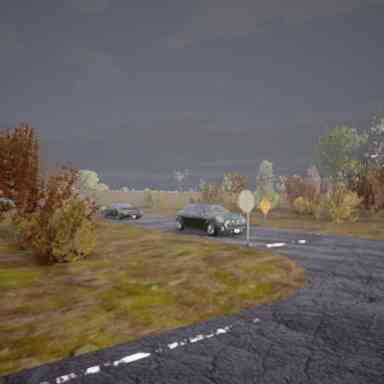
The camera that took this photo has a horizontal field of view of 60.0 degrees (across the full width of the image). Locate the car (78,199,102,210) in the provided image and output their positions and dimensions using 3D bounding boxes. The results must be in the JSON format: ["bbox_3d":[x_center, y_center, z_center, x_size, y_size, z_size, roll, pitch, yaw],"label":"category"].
[{"bbox_3d":[-13.937,1.671,45.176,1.994,1.385,4.181,1,0,-35],"label":"car"}]

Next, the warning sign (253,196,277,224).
[{"bbox_3d":[5.067,1.217,23.092,1.300,1.860,1.060,1,0,-36],"label":"warning sign"}]

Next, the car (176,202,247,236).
[{"bbox_3d":[0.997,1.409,18.891,2.097,1.767,4.553,1,0,-36],"label":"car"}]

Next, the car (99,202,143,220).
[{"bbox_3d":[-6.204,1.615,28.958,2.033,1.411,5.357,1,0,-36],"label":"car"}]
